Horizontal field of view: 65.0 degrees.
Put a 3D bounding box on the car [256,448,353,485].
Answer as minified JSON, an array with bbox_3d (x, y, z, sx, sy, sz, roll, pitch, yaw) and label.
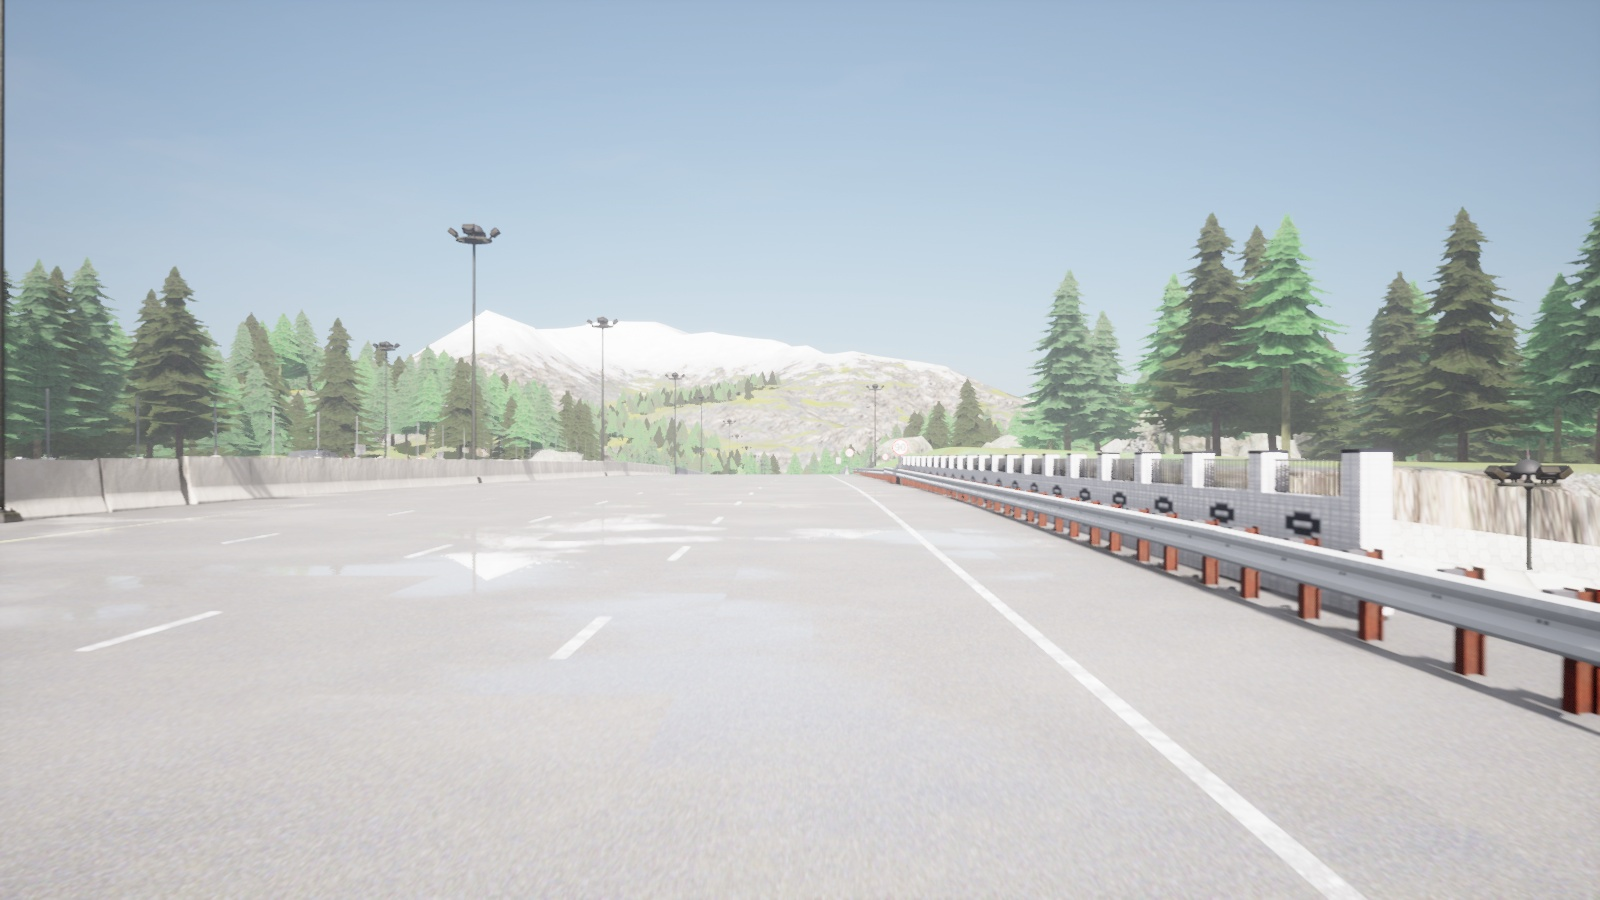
[{"bbox_3d":[-20.685,0.703,52.674,2.163,1.488,4.792,0,-1,0],"label":"car"}]
